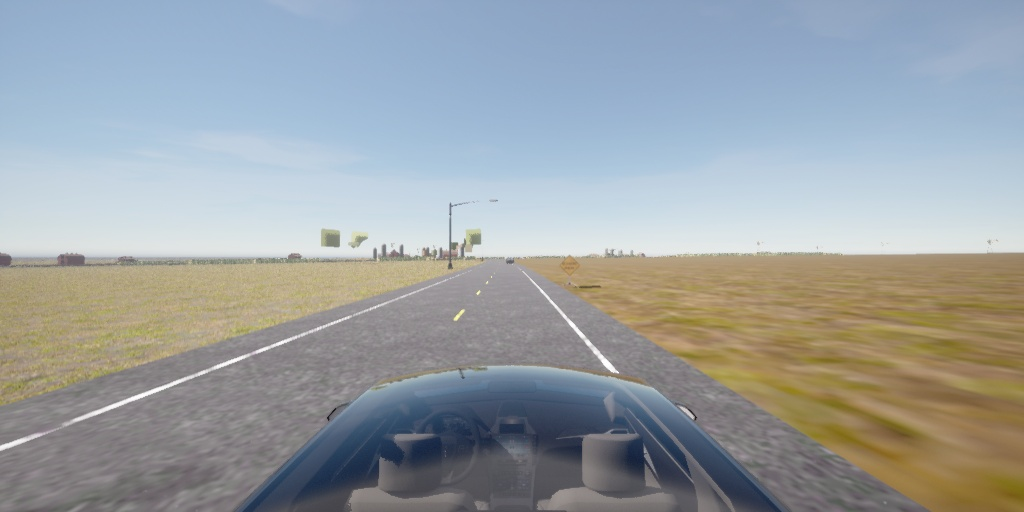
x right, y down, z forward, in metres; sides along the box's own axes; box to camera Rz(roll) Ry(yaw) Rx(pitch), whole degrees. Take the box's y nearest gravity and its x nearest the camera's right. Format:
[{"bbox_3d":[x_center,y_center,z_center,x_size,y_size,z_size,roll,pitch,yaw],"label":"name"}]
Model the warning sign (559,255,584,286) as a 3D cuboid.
[{"bbox_3d":[3.480,0.858,21.598,1.300,1.860,1.060,0,0,0],"label":"warning sign"}]
